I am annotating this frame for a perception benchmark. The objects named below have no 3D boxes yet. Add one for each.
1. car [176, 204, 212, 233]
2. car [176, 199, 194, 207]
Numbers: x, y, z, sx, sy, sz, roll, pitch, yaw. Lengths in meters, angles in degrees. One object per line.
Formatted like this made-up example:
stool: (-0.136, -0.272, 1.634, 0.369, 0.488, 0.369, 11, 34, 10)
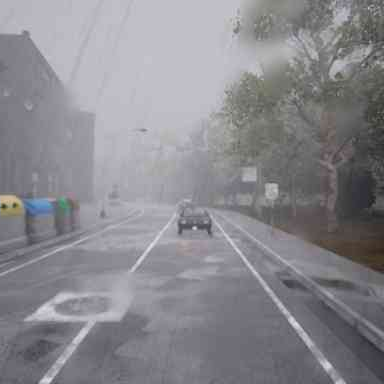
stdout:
car: (0.158, 1.646, 20.024, 1.895, 1.301, 4.718, 0, 0, 0)
car: (-0.847, 1.619, 41.546, 1.837, 1.490, 4.892, 1, 0, -9)
